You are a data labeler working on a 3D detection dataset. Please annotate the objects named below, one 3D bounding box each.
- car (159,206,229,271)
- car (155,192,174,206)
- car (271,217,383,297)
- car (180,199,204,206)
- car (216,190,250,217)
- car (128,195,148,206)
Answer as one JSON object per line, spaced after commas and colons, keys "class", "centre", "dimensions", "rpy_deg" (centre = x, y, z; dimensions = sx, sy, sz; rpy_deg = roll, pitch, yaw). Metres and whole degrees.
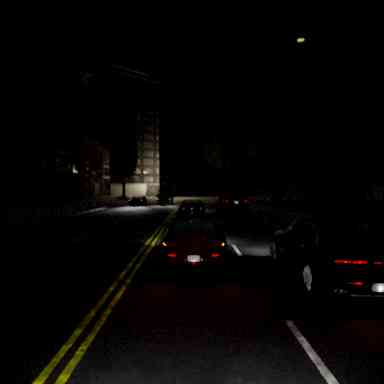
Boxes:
{"class": "car", "centre": [0.045, 1.368, 10.184], "dimensions": [1.812, 1.442, 4.674], "rpy_deg": [0, 1, 0]}
{"class": "car", "centre": [-3.465, 0.788, 42.676], "dimensions": [2.097, 1.767, 4.553], "rpy_deg": [0, 1, 0]}
{"class": "car", "centre": [3.296, 1.377, 8.225], "dimensions": [1.837, 1.490, 4.892], "rpy_deg": [0, 1, 0]}
{"class": "car", "centre": [0.005, 1.227, 26.453], "dimensions": [1.895, 1.301, 4.718], "rpy_deg": [0, 1, 0]}
{"class": "car", "centre": [3.255, 0.839, 27.013], "dimensions": [2.150, 2.045, 5.566], "rpy_deg": [0, 1, 0]}
{"class": "car", "centre": [-6.717, 1.050, 41.625], "dimensions": [1.895, 1.301, 4.718], "rpy_deg": [0, 1, 0]}
